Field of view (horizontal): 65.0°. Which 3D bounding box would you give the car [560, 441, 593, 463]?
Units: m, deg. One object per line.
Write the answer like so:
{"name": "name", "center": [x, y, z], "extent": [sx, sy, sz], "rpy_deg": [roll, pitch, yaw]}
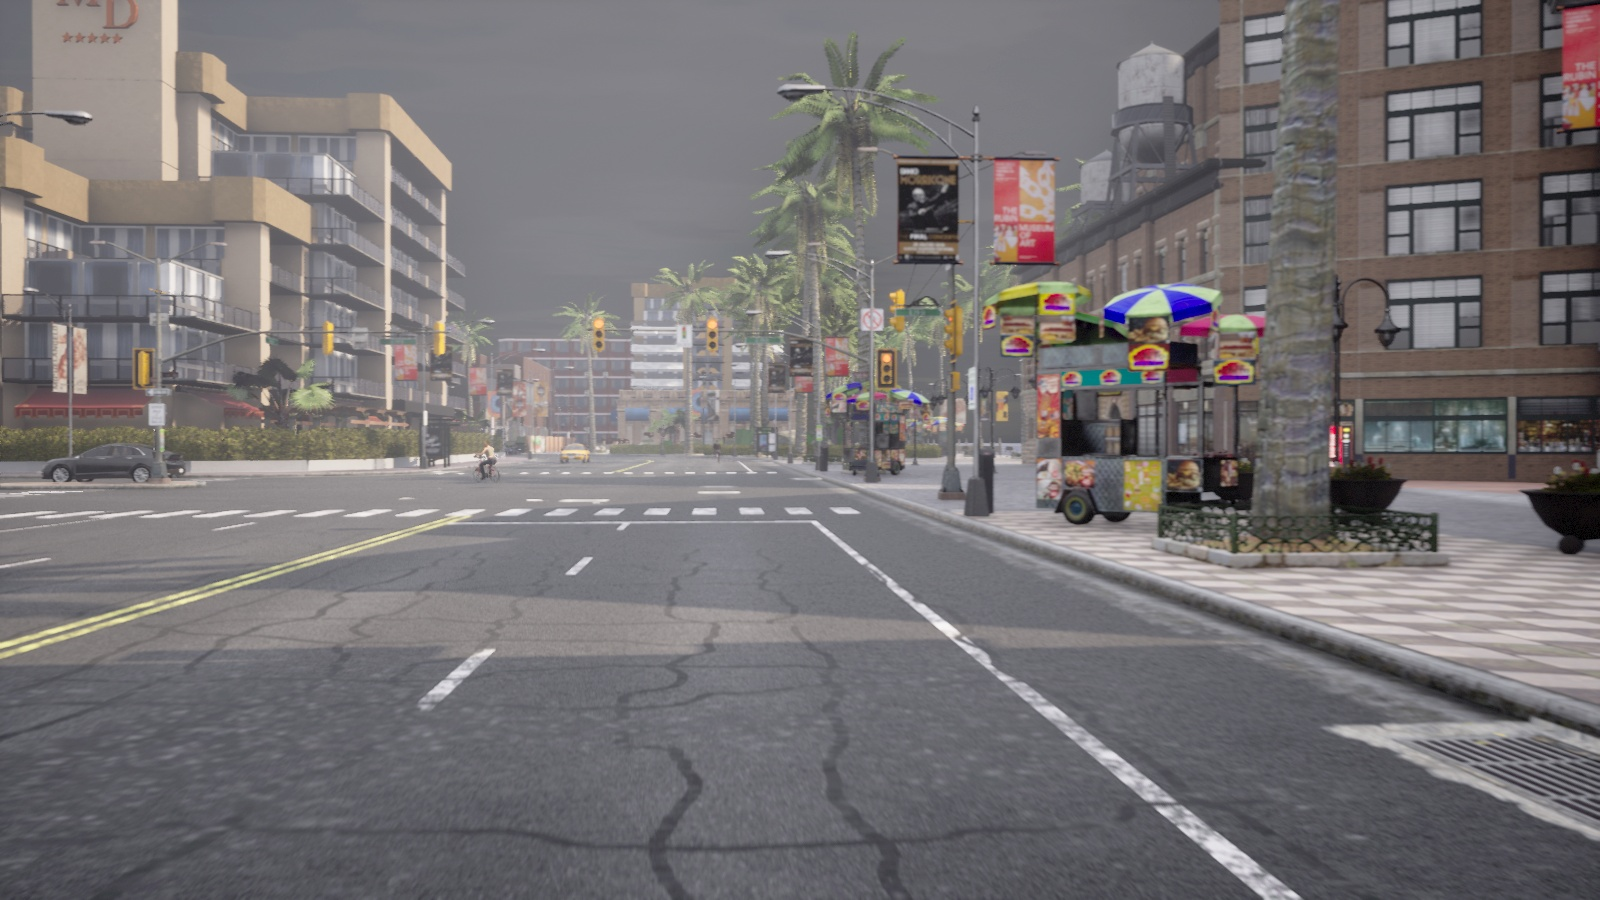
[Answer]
{"name": "car", "center": [-16.551, 0.158, 93.240], "extent": [1.801, 1.575, 5.366], "rpy_deg": [0, 0, -4]}

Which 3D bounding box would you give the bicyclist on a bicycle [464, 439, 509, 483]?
{"name": "bicyclist on a bicycle", "center": [-11.819, 0.415, 47.308], "extent": [1.509, 1.612, 0.866], "rpy_deg": [0, 2, 36]}

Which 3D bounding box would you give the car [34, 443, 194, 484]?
{"name": "car", "center": [-25.397, 0.486, 46.598], "extent": [4.892, 1.490, 1.837], "rpy_deg": [0, 0, -3]}
